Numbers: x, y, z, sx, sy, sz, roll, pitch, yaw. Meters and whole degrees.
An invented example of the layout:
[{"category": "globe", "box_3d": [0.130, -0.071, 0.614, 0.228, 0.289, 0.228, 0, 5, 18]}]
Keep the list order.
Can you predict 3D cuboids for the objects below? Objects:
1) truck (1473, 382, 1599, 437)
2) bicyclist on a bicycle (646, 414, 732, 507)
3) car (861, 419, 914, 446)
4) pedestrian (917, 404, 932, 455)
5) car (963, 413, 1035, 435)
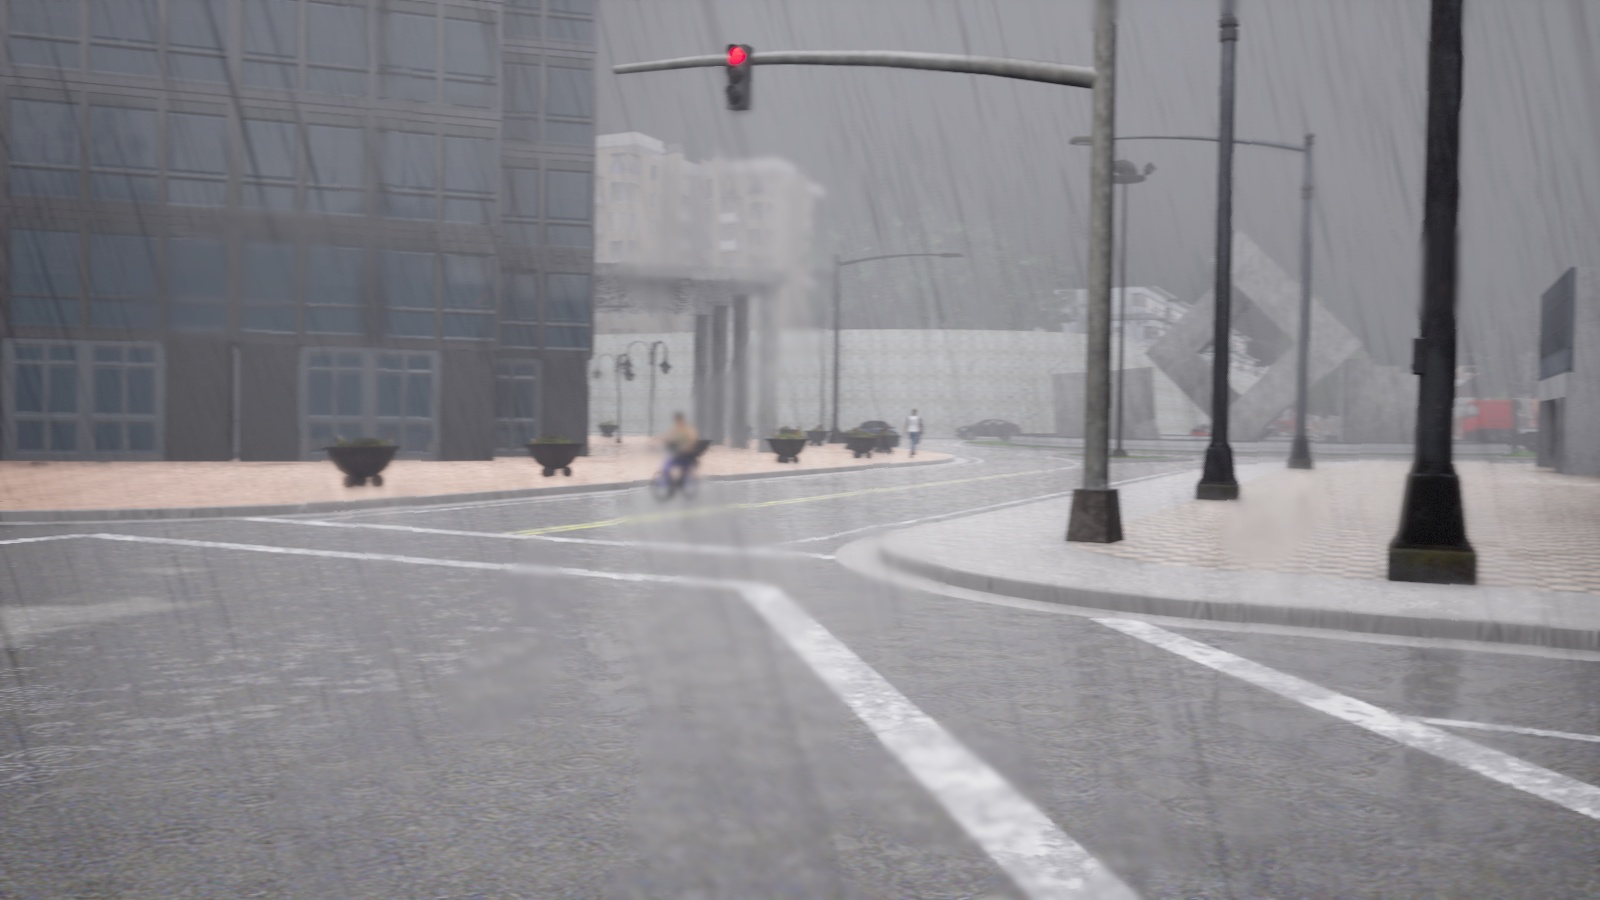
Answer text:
[{"category": "truck", "box_3d": [49.059, -2.675, 83.256, 2.891, 3.462, 7.936, -1, 2, -19]}, {"category": "bicyclist on a bicycle", "box_3d": [-1.996, 0.159, 22.774, 0.866, 1.612, 1.509, 0, 2, 26]}, {"category": "car", "box_3d": [4.841, -1.016, 70.107, 1.812, 1.442, 4.674, -1, 2, -10]}, {"category": "pedestrian", "box_3d": [4.477, -0.741, 45.041, 0.354, 1.836, 0.706, 0, 2, 21]}, {"category": "car", "box_3d": [15.201, -2.001, 95.941, 5.027, 1.651, 2.152, -1, 2, -10]}]
